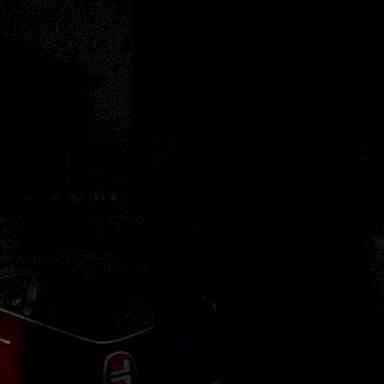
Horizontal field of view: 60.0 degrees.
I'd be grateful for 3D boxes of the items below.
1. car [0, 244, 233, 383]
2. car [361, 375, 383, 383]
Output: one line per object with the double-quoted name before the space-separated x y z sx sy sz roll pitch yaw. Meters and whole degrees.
"car" -1.653 1.431 4.125 4.097 1.590 1.967 0 0 35
"car" 2.788 1.549 0.988 4.507 1.381 1.887 0 0 35
